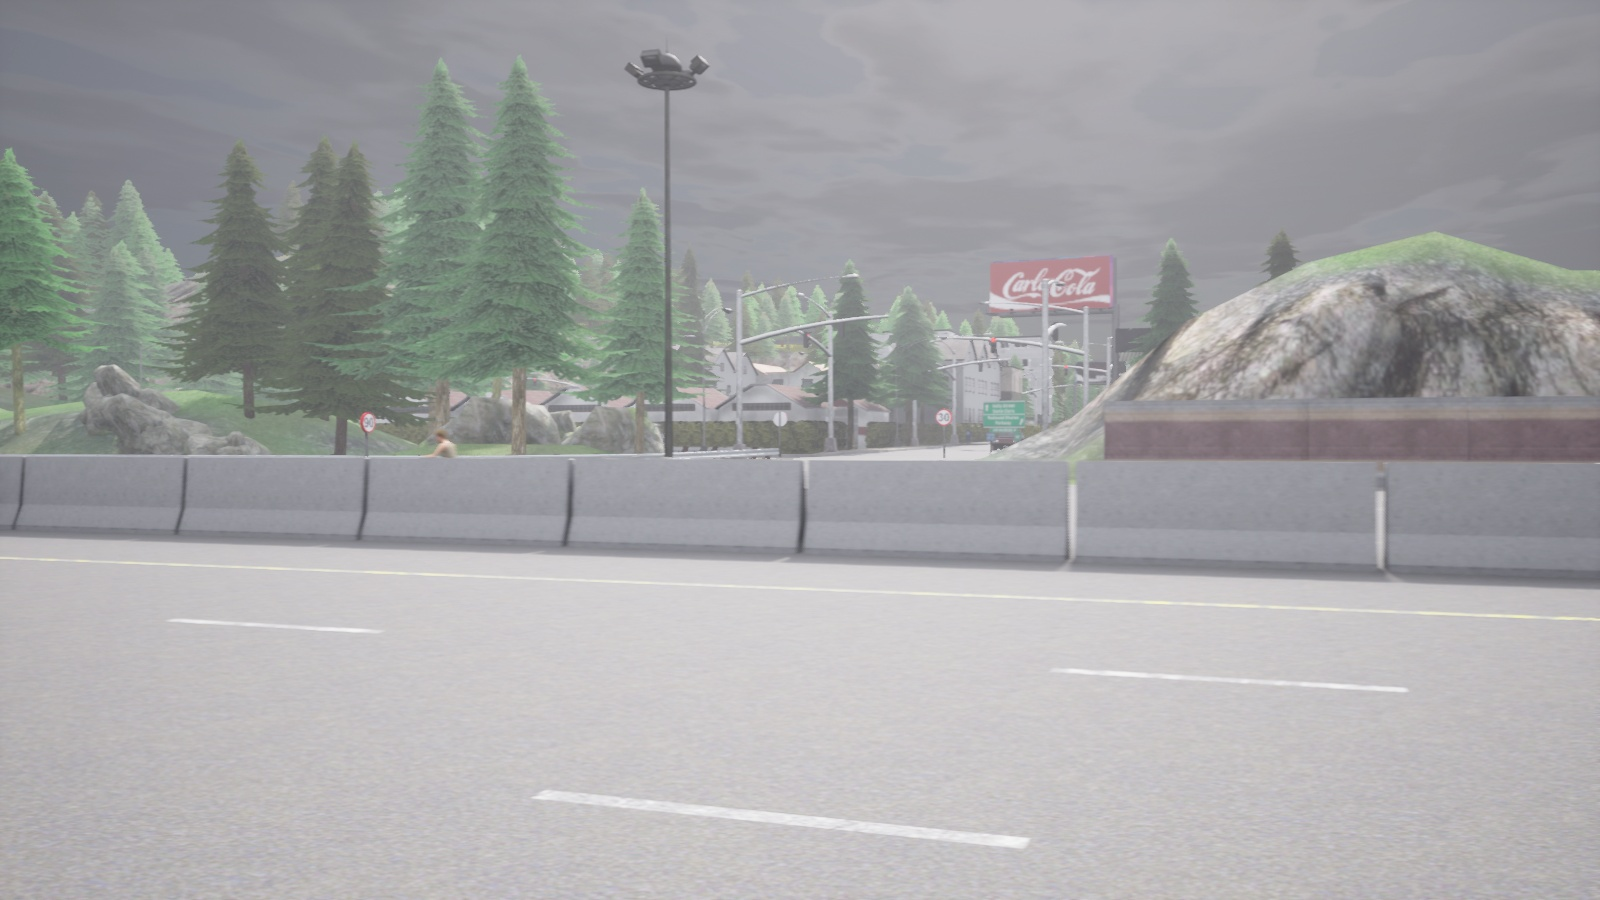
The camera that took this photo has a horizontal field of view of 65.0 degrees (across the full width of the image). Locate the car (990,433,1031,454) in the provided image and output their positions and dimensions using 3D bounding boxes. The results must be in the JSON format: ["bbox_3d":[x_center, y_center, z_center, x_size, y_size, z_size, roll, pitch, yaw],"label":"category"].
[{"bbox_3d":[13.782,-0.446,82.030,1.895,1.301,4.718,2,1,18],"label":"car"}]
